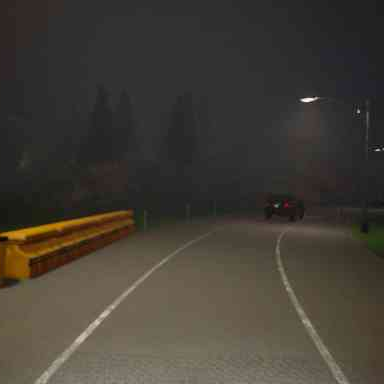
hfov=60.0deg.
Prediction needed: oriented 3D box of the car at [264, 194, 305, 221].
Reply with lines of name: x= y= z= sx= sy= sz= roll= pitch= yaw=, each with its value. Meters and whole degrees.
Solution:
car: x=7.558 y=1.170 z=26.830 sx=2.150 sy=2.045 sz=5.566 roll=1 pitch=0 yaw=30

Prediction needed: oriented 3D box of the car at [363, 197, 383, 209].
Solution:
car: x=25.483 y=1.442 z=45.573 sx=4.902 sy=1.511 sz=2.128 roll=-1 pitch=2 yaw=-30
